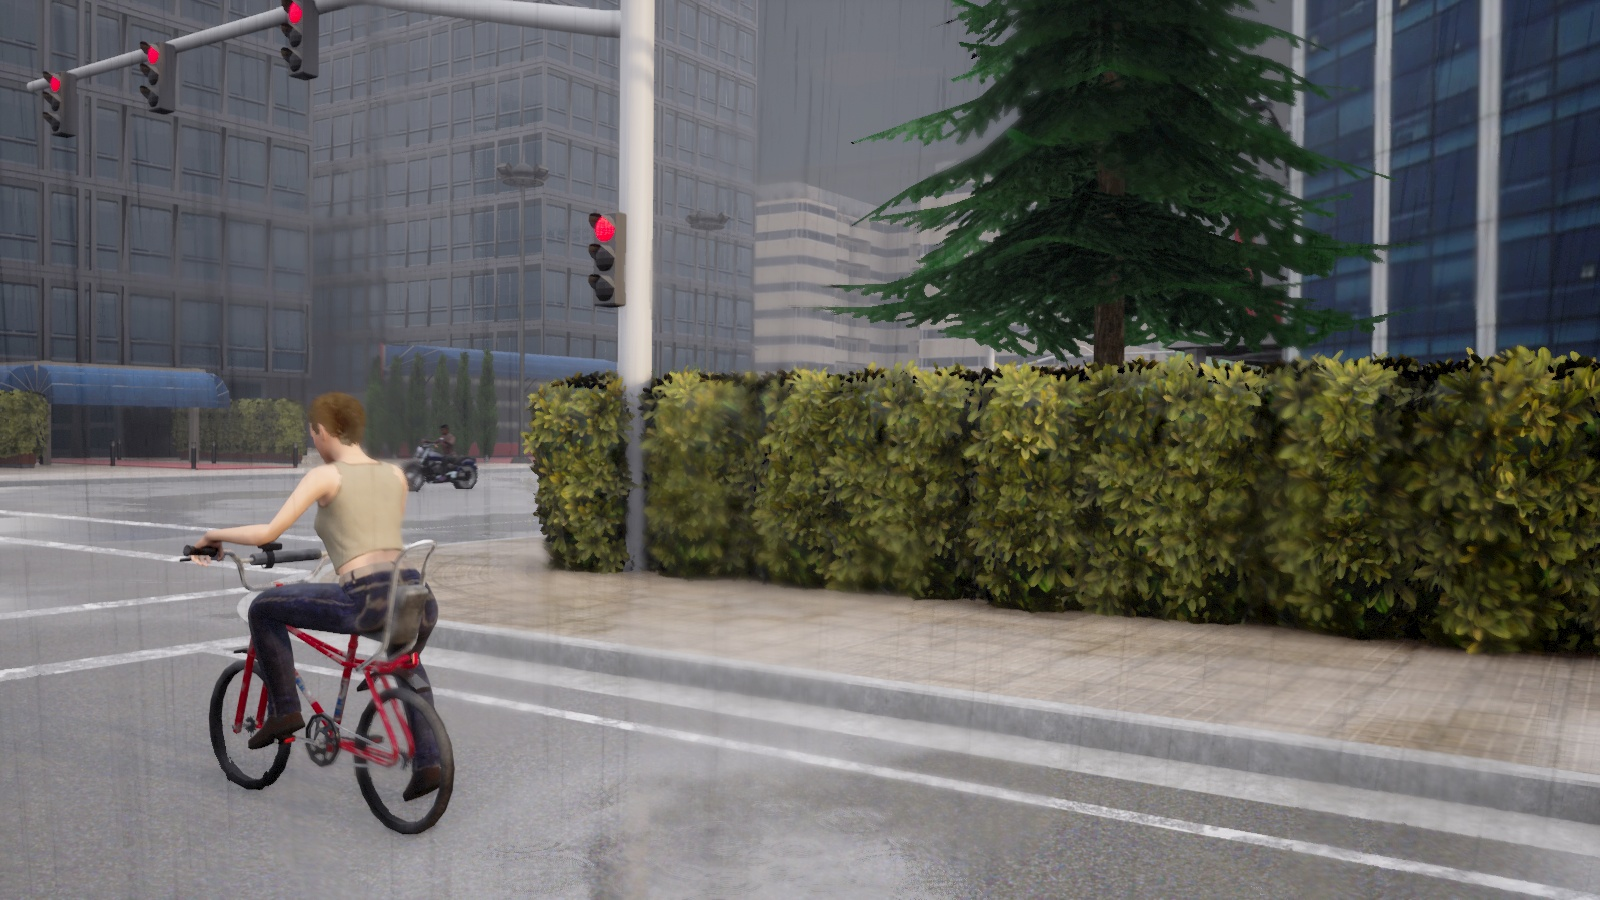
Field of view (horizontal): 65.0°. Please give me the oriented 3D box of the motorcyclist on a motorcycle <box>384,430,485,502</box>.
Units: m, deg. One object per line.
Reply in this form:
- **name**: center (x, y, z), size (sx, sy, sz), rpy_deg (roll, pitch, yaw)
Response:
- **motorcyclist on a motorcycle**: center (-8.677, 0.350, 29.903), size (0.766, 1.649, 2.350), rpy_deg (0, 1, 33)

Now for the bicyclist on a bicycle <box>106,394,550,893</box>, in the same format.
- **bicyclist on a bicycle**: center (-1.824, 0.618, 4.828), size (1.509, 1.612, 0.866), rpy_deg (0, 1, 34)
